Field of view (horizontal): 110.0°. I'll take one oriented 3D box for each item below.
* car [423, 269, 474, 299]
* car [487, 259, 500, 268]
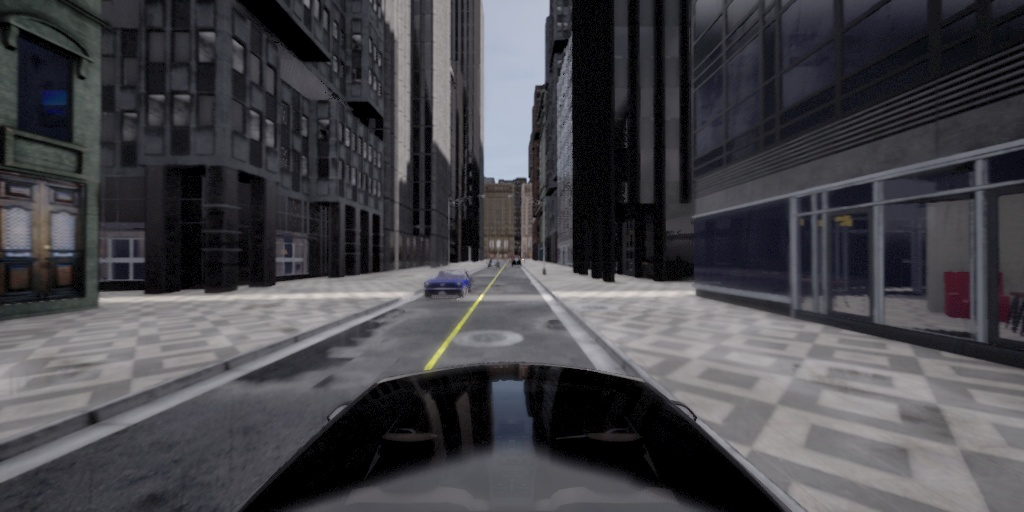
[{"bbox_3d":[-3.099,1.348,18.233,1.895,1.301,4.718,0,0,0],"label":"car"},{"bbox_3d":[-3.030,1.183,60.000,2.128,1.511,4.902,0,0,1],"label":"car"}]
